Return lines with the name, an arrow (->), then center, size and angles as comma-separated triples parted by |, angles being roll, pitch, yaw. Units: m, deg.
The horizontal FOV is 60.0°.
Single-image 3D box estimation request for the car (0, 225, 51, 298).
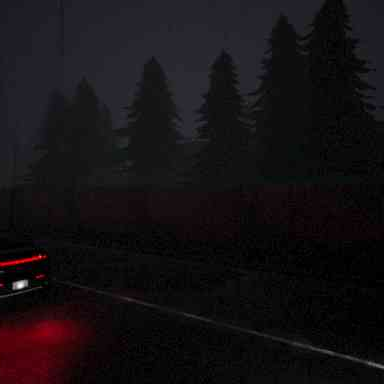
car -> -5.231, 1.505, 7.717 | 4.892, 1.490, 1.837 | 0, 0, 35
